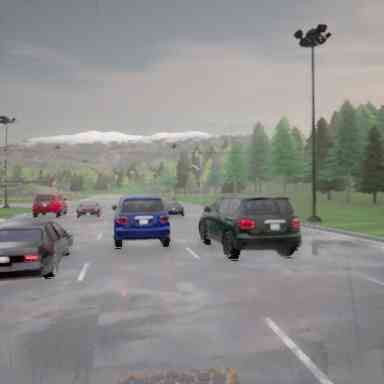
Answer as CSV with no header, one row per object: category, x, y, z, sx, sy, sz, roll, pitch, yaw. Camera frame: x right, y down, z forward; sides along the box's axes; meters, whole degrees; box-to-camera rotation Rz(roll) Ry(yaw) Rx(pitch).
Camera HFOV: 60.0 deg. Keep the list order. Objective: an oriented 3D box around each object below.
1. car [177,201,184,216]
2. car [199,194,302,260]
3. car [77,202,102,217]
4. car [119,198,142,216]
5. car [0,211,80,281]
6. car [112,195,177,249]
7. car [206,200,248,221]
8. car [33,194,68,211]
car,-1.959,1.386,29.979,1.994,1.385,4.181,-1,0,-12
car,1.832,1.112,12.196,2.150,2.045,5.566,-1,0,-12
car,-9.039,1.515,29.666,1.895,1.301,4.718,-1,0,-12
car,-6.043,1.404,32.370,2.033,1.411,5.357,-1,0,-12
car,-4.751,1.540,9.793,2.033,1.411,5.357,-1,0,-13
car,-2.284,1.152,14.615,2.150,2.045,5.566,-1,1,-12
car,2.551,1.359,25.616,1.994,1.385,4.181,-1,0,-12
car,-12.696,1.177,30.005,2.150,2.045,5.566,-1,0,-12
